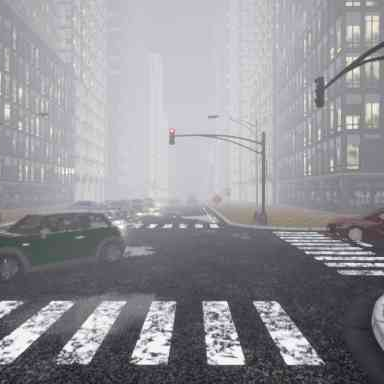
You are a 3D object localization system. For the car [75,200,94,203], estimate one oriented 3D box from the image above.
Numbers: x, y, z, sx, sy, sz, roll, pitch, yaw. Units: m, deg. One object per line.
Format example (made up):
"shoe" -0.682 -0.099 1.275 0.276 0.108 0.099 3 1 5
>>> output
"car" -9.863 1.503 30.395 1.882 1.535 5.008 0 0 0

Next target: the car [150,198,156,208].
"car" -6.609 1.594 49.721 1.812 1.442 4.674 0 0 0

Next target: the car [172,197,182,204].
"car" -3.203 1.703 70.353 1.994 1.385 4.181 0 0 0

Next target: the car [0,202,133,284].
"car" -4.307 1.354 9.785 2.097 1.767 4.553 0 0 43

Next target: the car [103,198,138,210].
"car" -6.609 1.517 30.147 2.128 1.511 4.902 0 0 0

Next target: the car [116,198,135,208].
"car" -9.854 1.631 49.452 1.994 1.385 4.181 0 0 0

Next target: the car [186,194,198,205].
"car" -0.017 1.606 60.181 1.837 1.490 4.892 0 0 0

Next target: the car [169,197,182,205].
"car" -3.169 1.592 60.025 2.128 1.511 4.902 0 0 0

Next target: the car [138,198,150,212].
"car" -6.611 1.521 39.674 1.882 1.535 5.008 0 0 0

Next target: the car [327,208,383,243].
"car" 8.955 1.490 15.475 5.008 1.535 1.882 0 0 6

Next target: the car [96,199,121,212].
"car" -9.861 1.607 39.528 1.994 1.385 4.181 0 0 0
